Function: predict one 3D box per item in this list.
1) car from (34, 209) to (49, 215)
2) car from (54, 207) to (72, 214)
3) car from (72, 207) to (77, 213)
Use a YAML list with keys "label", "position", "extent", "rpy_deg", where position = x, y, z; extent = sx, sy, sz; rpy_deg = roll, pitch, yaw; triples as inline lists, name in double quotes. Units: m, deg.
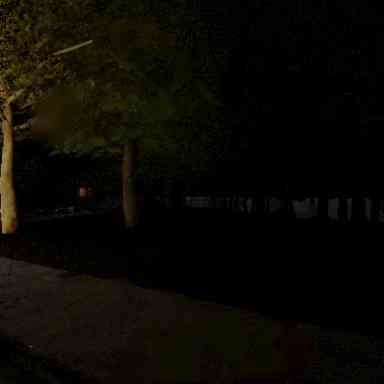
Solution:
- label: "car"
  position: [-30.974, 4.107, 68.633]
  extent: [1.895, 1.301, 4.718]
  rpy_deg: [0, -3, -10]
- label: "car"
  position: [-28.502, 4.185, 73.504]
  extent: [1.837, 1.490, 4.892]
  rpy_deg: [0, -3, -10]
- label: "car"
  position: [-30.239, 4.572, 83.783]
  extent: [2.128, 1.511, 4.902]
  rpy_deg: [0, -3, -10]
